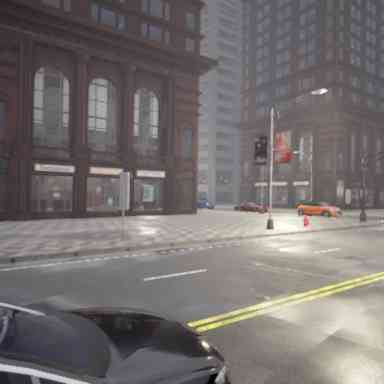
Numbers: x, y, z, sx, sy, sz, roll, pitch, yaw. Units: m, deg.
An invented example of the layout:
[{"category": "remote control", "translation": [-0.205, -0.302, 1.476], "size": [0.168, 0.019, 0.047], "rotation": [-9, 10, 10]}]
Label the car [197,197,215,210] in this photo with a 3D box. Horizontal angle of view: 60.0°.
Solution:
[{"category": "car", "translation": [1.232, 1.777, 52.450], "size": [2.150, 2.045, 5.566], "rotation": [1, -1, -35]}]

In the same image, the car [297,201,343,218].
[{"category": "car", "translation": [13.490, 1.811, 35.177], "size": [2.097, 1.767, 4.553], "rotation": [1, -1, -35]}]

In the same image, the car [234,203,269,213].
[{"category": "car", "translation": [7.707, 2.106, 43.307], "size": [1.895, 1.301, 4.718], "rotation": [1, -1, -35]}]

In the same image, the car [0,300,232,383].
[{"category": "car", "translation": [-1.865, 1.488, 2.110], "size": [4.902, 1.511, 2.128], "rotation": [1, 0, -36]}]
